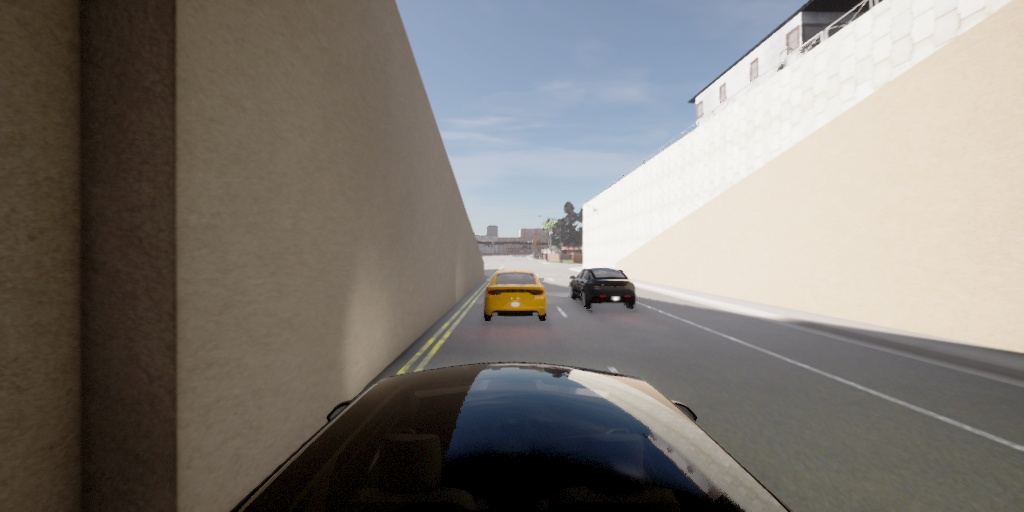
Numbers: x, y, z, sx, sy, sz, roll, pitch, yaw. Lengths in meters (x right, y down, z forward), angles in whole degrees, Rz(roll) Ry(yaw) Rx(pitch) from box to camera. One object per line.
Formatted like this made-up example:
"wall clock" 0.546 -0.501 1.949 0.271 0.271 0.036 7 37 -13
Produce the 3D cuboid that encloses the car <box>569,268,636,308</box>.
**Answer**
"car" 3.600 1.222 14.855 1.837 1.490 4.892 0 0 0

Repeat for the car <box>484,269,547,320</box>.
"car" 0.107 1.201 12.543 1.882 1.535 5.008 0 0 0
